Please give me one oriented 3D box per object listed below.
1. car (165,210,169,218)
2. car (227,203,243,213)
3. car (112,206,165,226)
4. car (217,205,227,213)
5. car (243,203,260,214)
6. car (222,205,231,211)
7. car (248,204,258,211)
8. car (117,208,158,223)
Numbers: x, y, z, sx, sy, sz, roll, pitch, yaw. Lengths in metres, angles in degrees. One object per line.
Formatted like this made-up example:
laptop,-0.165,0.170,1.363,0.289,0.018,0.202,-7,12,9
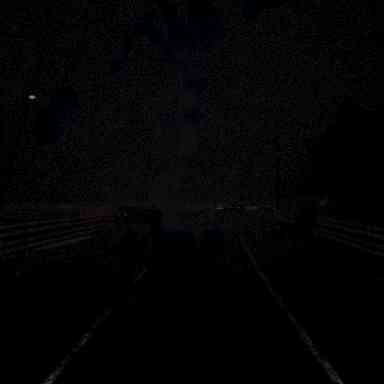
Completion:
car,-4.871,2.648,43.343,1.837,1.490,4.892,0,-2,30
car,9.125,3.221,67.290,2.150,2.045,5.566,0,-2,16
car,-5.062,2.078,30.448,2.097,1.767,4.553,-1,-2,37
car,6.434,3.612,70.635,2.128,1.511,4.902,0,-2,13
car,11.751,3.130,63.983,2.150,2.045,5.566,0,-2,17
car,9.414,4.270,90.541,2.128,1.511,4.902,0,-2,2
car,16.369,4.108,89.461,2.097,1.767,4.553,0,-2,2
car,-5.763,2.449,35.497,1.994,1.385,4.181,-1,-2,34
